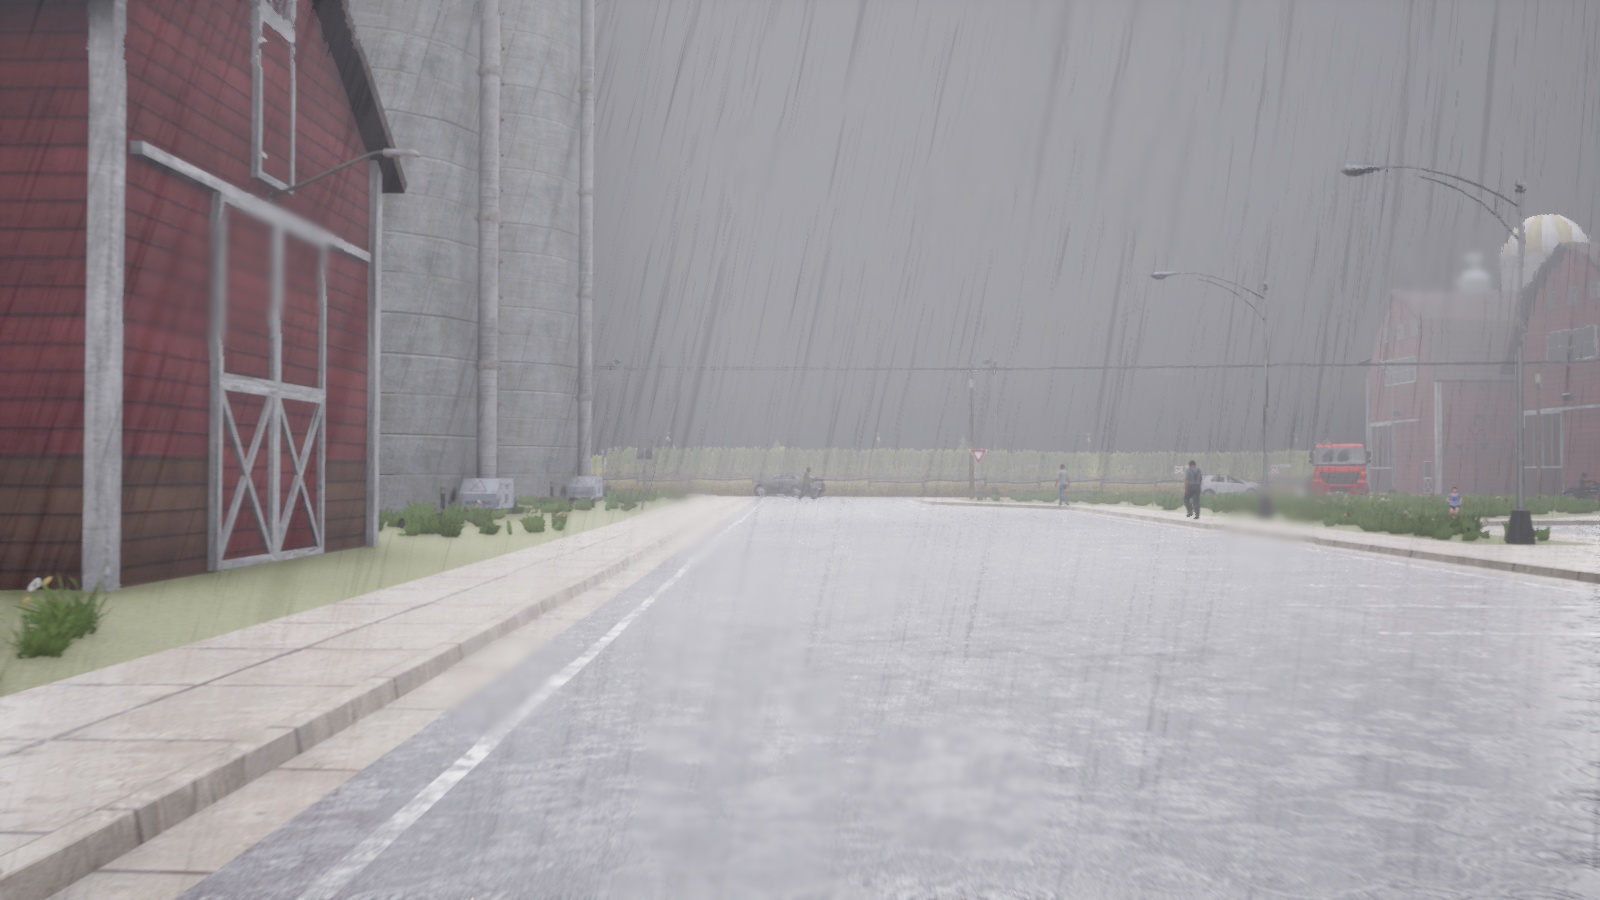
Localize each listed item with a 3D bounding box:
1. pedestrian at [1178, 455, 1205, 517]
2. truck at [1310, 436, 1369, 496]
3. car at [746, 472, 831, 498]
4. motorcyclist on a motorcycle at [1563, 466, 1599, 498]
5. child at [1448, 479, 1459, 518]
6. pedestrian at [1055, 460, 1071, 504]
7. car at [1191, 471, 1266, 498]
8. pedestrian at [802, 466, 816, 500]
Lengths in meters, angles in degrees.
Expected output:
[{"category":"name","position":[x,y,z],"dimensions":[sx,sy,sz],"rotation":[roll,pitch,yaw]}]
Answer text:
[{"category":"pedestrian","position":[11.840,1.076,37.991],"dimensions":[0.540,1.848,0.694],"rotation":[0,-1,-9]},{"category":"truck","position":[33.109,1.024,77.308],"dimensions":[2.891,3.462,7.936],"rotation":[-1,-1,21]},{"category":"car","position":[-0.715,2.058,74.727],"dimensions":[4.902,1.511,2.128],"rotation":[-1,-2,42]},{"category":"motorcyclist on a motorcycle","position":[41.310,1.675,65.624],"dimensions":[2.350,1.649,0.766],"rotation":[-1,-1,36]},{"category":"child","position":[18.810,1.397,36.162],"dimensions":[0.255,1.110,0.394],"rotation":[-1,-1,25]},{"category":"pedestrian","position":[11.135,1.339,53.154],"dimensions":[0.354,1.836,0.706],"rotation":[0,-1,-20]},{"category":"car","position":[24.628,1.972,72.270],"dimensions":[3.633,1.501,1.845],"rotation":[0,-1,0]},{"category":"pedestrian","position":[0.482,1.755,66.759],"dimensions":[0.726,1.835,0.370],"rotation":[0,-1,2]}]
